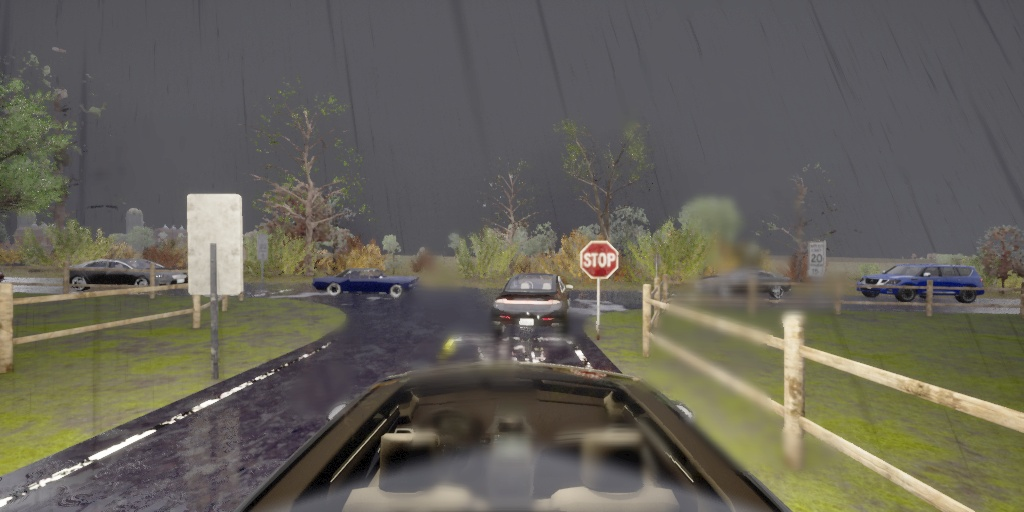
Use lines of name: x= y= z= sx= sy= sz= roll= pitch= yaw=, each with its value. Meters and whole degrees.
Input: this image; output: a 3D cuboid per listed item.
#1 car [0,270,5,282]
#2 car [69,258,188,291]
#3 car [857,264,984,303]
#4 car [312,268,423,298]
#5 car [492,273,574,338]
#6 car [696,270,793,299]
car: x=-27.781 y=0.718 z=17.365 sx=4.674 sy=1.442 sz=1.812 roll=1 pitch=1 yaw=0
car: x=-18.478 y=0.885 z=17.350 sx=4.902 sy=1.511 sz=2.128 roll=1 pitch=1 yaw=0
car: x=22.914 y=1.466 z=20.214 sx=5.566 sy=2.045 sz=2.150 roll=1 pitch=1 yaw=0
car: x=-6.810 y=1.248 z=17.323 sx=4.718 sy=1.301 sz=1.895 roll=1 pitch=1 yaw=0
car: x=0.713 y=1.240 z=10.285 sx=2.128 sy=1.511 sz=4.902 roll=0 pitch=0 yaw=9
car: x=13.018 y=1.525 z=20.233 sx=4.902 sy=1.511 sz=2.128 roll=1 pitch=1 yaw=0
